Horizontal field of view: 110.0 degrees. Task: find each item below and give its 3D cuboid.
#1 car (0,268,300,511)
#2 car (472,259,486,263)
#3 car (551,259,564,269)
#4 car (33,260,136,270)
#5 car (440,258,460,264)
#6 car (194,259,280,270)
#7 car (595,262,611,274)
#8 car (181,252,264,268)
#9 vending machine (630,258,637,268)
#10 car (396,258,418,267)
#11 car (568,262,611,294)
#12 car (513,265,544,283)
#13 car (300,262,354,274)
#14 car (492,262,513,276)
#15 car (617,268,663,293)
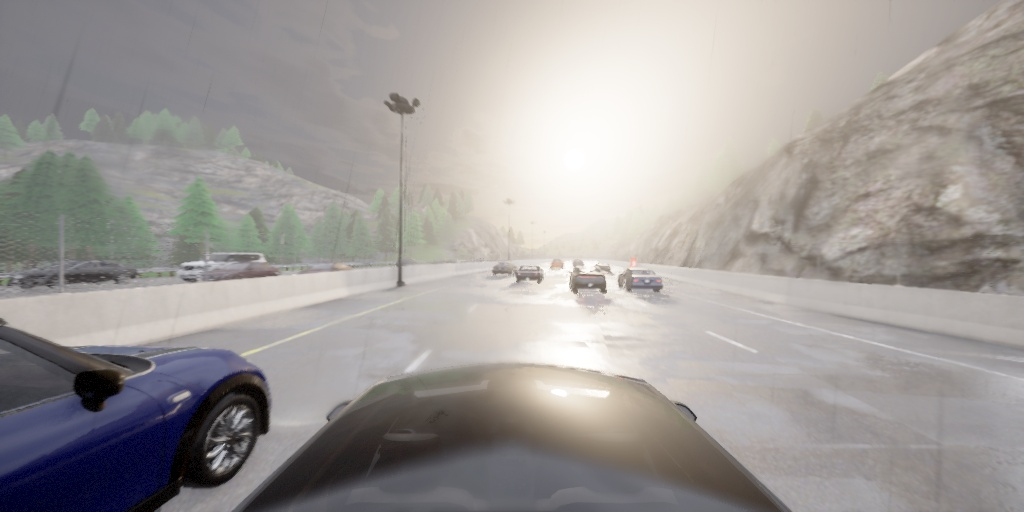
[{"bbox_3d":[-3.468,1.057,1.734,2.097,1.767,4.553,1,0,0],"label":"car"},{"bbox_3d":[-5.968,1.217,65.119,1.837,1.490,4.892,1,0,11],"label":"car"},{"bbox_3d":[8.088,1.269,63.506,2.097,1.767,4.553,1,0,10],"label":"car"},{"bbox_3d":[-23.847,0.948,19.811,2.128,1.511,4.902,1,0,5],"label":"car"},{"bbox_3d":[-10.244,1.228,61.282,1.994,1.385,4.181,1,0,11],"label":"car"},{"bbox_3d":[-16.603,1.080,22.369,1.812,1.442,4.674,1,0,6],"label":"car"},{"bbox_3d":[11.898,1.551,47.032,1.895,1.301,4.718,1,0,12],"label":"car"},{"bbox_3d":[-19.849,0.738,24.999,2.150,2.045,5.566,1,0,6],"label":"car"},{"bbox_3d":[18.597,1.241,54.985,1.100,2.100,0.880,0,0,10],"label":"vending machine"},{"bbox_3d":[-17.555,1.077,60.226,1.837,1.490,4.892,1,0,11],"label":"car"},{"bbox_3d":[4.401,1.318,21.189,2.128,1.511,4.902,1,0,6],"label":"car"},{"bbox_3d":[1.528,1.398,28.864,1.895,1.301,4.718,1,0,9],"label":"car"},{"bbox_3d":[-12.805,1.132,25.027,1.812,1.442,4.674,1,0,7],"label":"car"},{"bbox_3d":[-0.631,1.326,38.178,2.033,1.411,5.357,1,0,13],"label":"car"},{"bbox_3d":[7.736,1.419,22.060,2.033,1.411,5.357,1,0,8],"label":"car"}]
